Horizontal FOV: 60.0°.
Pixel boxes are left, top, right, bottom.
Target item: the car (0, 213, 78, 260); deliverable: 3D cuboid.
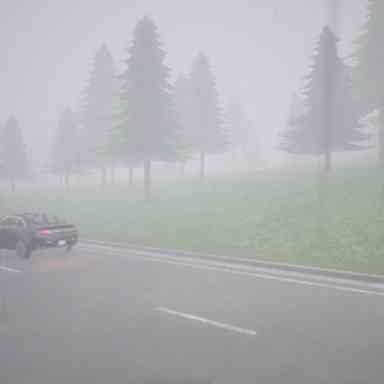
[{"bbox_3d":[-6.441,1.558,12.851,4.902,1.511,2.128,-1,0,36],"label":"car"}]
